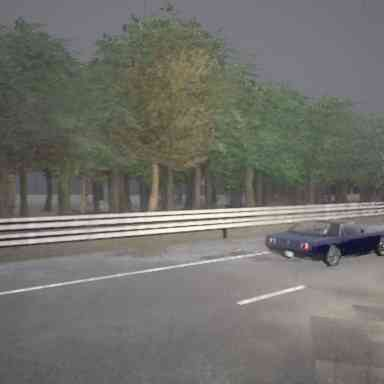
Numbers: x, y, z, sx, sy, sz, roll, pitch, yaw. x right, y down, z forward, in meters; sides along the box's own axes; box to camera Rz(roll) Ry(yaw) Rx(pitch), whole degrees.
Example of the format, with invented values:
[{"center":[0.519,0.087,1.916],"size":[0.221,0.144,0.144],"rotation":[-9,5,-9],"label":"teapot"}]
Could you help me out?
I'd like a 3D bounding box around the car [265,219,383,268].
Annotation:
[{"center":[4.766,1.560,11.218],"size":[4.718,1.301,1.895],"rotation":[0,0,-34],"label":"car"}]
